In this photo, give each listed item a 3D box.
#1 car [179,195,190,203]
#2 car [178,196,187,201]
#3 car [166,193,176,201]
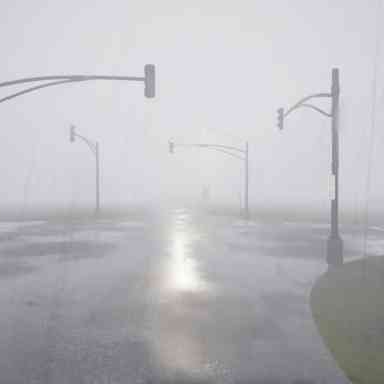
[{"bbox_3d":[-1.645,1.384,69.865,2.097,1.767,4.553,0,0,-3],"label":"car"},{"bbox_3d":[-2.251,1.559,79.939,1.895,1.301,4.718,0,0,-4],"label":"car"},{"bbox_3d":[-4.633,1.013,73.958,2.097,1.767,4.553,0,0,-3],"label":"car"}]
